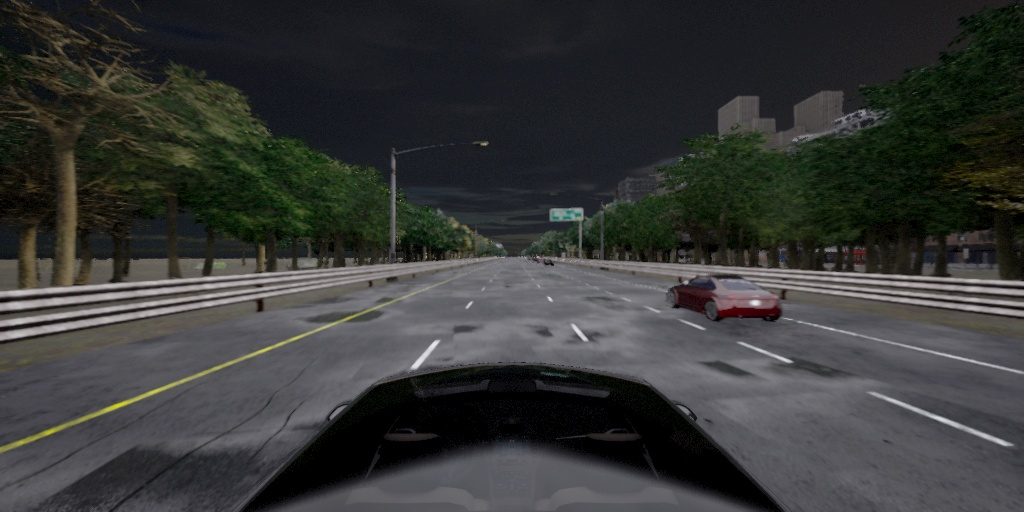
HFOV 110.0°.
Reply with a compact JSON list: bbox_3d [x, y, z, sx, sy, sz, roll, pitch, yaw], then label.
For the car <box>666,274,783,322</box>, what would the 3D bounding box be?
[{"bbox_3d":[7.007,1.322,12.335,1.994,1.385,4.181,0,0,0],"label":"car"}]
